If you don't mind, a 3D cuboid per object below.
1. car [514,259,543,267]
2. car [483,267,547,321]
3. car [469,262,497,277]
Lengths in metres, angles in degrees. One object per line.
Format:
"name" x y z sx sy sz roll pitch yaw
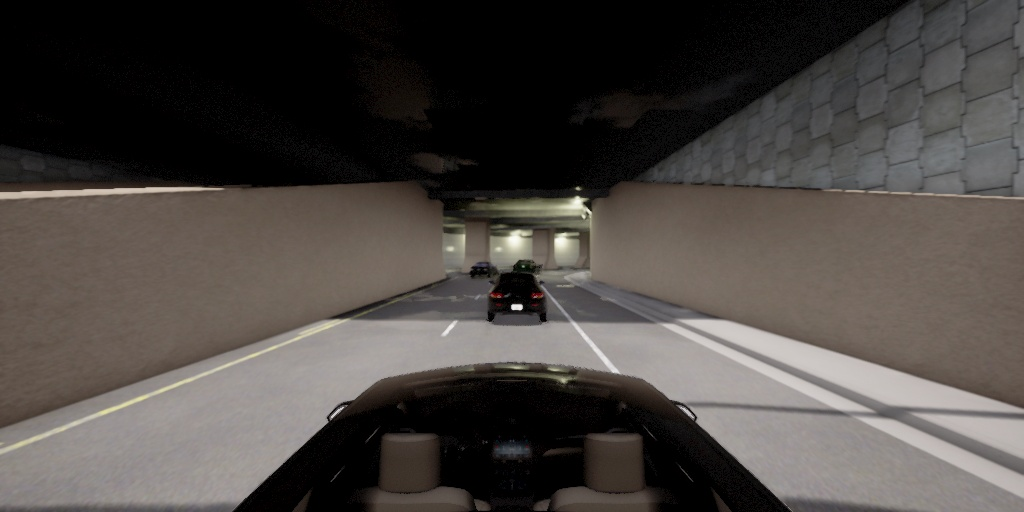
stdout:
"car" 1.598 1.053 37.169 2.097 1.767 4.553 0 0 13
"car" 0.158 1.260 12.304 1.812 1.442 4.674 0 0 0
"car" -2.615 1.238 34.013 2.033 1.411 5.357 0 0 8
